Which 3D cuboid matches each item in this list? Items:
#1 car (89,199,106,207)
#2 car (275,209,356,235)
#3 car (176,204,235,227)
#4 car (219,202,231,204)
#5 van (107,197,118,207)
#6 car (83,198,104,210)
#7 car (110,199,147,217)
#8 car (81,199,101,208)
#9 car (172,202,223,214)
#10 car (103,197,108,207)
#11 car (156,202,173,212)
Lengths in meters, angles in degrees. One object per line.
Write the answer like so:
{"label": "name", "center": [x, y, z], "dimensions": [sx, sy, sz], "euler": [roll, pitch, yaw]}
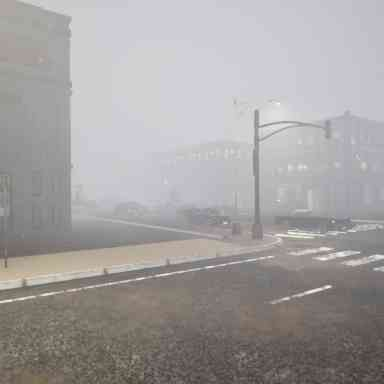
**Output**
{"label": "car", "center": [-19.419, 2.227, 68.114], "dimensions": [1.887, 1.381, 4.507], "euler": [-1, 0, -36]}
{"label": "car", "center": [7.230, 1.714, 19.938], "dimensions": [1.895, 1.301, 4.718], "euler": [0, -1, -27]}
{"label": "car", "center": [1.035, 1.814, 24.856], "dimensions": [1.947, 1.339, 4.313], "euler": [-2, 0, -36]}
{"label": "car", "center": [3.103, 1.809, 36.587], "dimensions": [2.008, 1.369, 4.403], "euler": [-2, 0, -36]}
{"label": "van", "center": [-12.989, 1.906, 59.106], "dimensions": [1.690, 1.788, 3.998], "euler": [-1, 0, -36]}
{"label": "car", "center": [-16.375, 2.168, 54.079], "dimensions": [1.812, 1.442, 4.674], "euler": [-1, 0, -36]}
{"label": "car", "center": [-6.935, 1.846, 36.217], "dimensions": [1.967, 1.590, 4.097], "euler": [-1, 0, -36]}
{"label": "car", "center": [-19.233, 2.159, 63.414], "dimensions": [2.128, 1.511, 4.902], "euler": [-1, 0, -36]}
{"label": "car", "center": [0.465, 1.876, 30.335], "dimensions": [1.895, 1.301, 4.718], "euler": [-1, 0, -36]}
{"label": "car", "center": [-16.207, 1.939, 63.610], "dimensions": [2.192, 1.841, 5.009], "euler": [-1, 0, -36]}
{"label": "car", "center": [-3.330, 1.966, 45.594], "dimensions": [1.802, 1.307, 4.206], "euler": [-2, 0, -36]}
